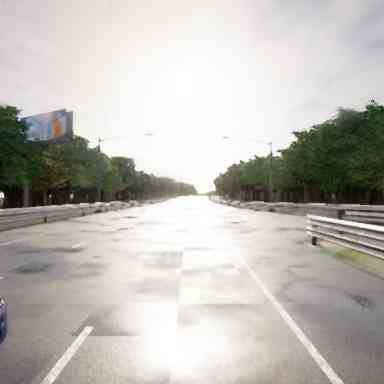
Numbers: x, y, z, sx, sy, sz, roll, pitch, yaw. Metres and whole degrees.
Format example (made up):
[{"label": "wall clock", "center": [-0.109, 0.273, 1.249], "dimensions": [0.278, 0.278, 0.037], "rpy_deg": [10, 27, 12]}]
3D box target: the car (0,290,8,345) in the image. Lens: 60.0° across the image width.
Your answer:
[{"label": "car", "center": [-3.399, 1.244, 1.839], "dimensions": [2.150, 2.045, 5.566], "rpy_deg": [0, -1, 0]}]
